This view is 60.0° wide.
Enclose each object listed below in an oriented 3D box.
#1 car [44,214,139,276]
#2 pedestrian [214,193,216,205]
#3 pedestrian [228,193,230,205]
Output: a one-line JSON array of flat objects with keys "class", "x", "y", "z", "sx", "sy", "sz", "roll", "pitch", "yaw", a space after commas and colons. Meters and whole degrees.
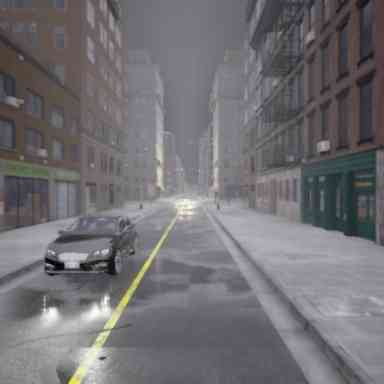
[{"class": "car", "x": -2.852, "y": 1.468, "z": 10.364, "sx": 2.128, "sy": 1.511, "sz": 4.902, "roll": 0, "pitch": 0, "yaw": 0}, {"class": "pedestrian", "x": 3.504, "y": 1.034, "z": 50.287, "sx": 0.375, "sy": 1.860, "sz": 0.375, "roll": 0, "pitch": 0, "yaw": 0}, {"class": "pedestrian", "x": 5.504, "y": 1.036, "z": 49.687, "sx": 0.375, "sy": 1.860, "sz": 0.375, "roll": 0, "pitch": 0, "yaw": 0}]
